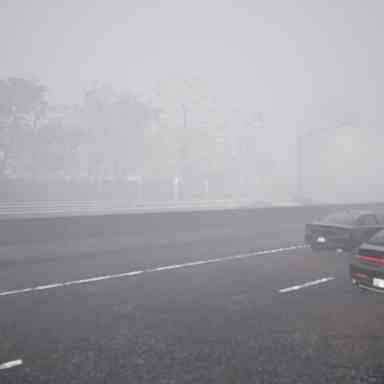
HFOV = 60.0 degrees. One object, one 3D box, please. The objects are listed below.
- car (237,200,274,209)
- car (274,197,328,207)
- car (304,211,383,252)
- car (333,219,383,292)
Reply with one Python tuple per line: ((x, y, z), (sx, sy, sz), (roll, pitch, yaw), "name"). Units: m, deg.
((6.716, 1.488, 34.572), (4.181, 1.385, 1.994), (0, 0, -35), "car")
((9.611, 1.419, 28.040), (4.902, 1.511, 2.128), (0, 0, -35), "car")
((6.341, 1.439, 12.569), (5.008, 1.535, 1.882), (0, 0, -36), "car")
((5.566, 1.477, 7.718), (4.892, 1.490, 1.837), (0, 0, -36), "car")
